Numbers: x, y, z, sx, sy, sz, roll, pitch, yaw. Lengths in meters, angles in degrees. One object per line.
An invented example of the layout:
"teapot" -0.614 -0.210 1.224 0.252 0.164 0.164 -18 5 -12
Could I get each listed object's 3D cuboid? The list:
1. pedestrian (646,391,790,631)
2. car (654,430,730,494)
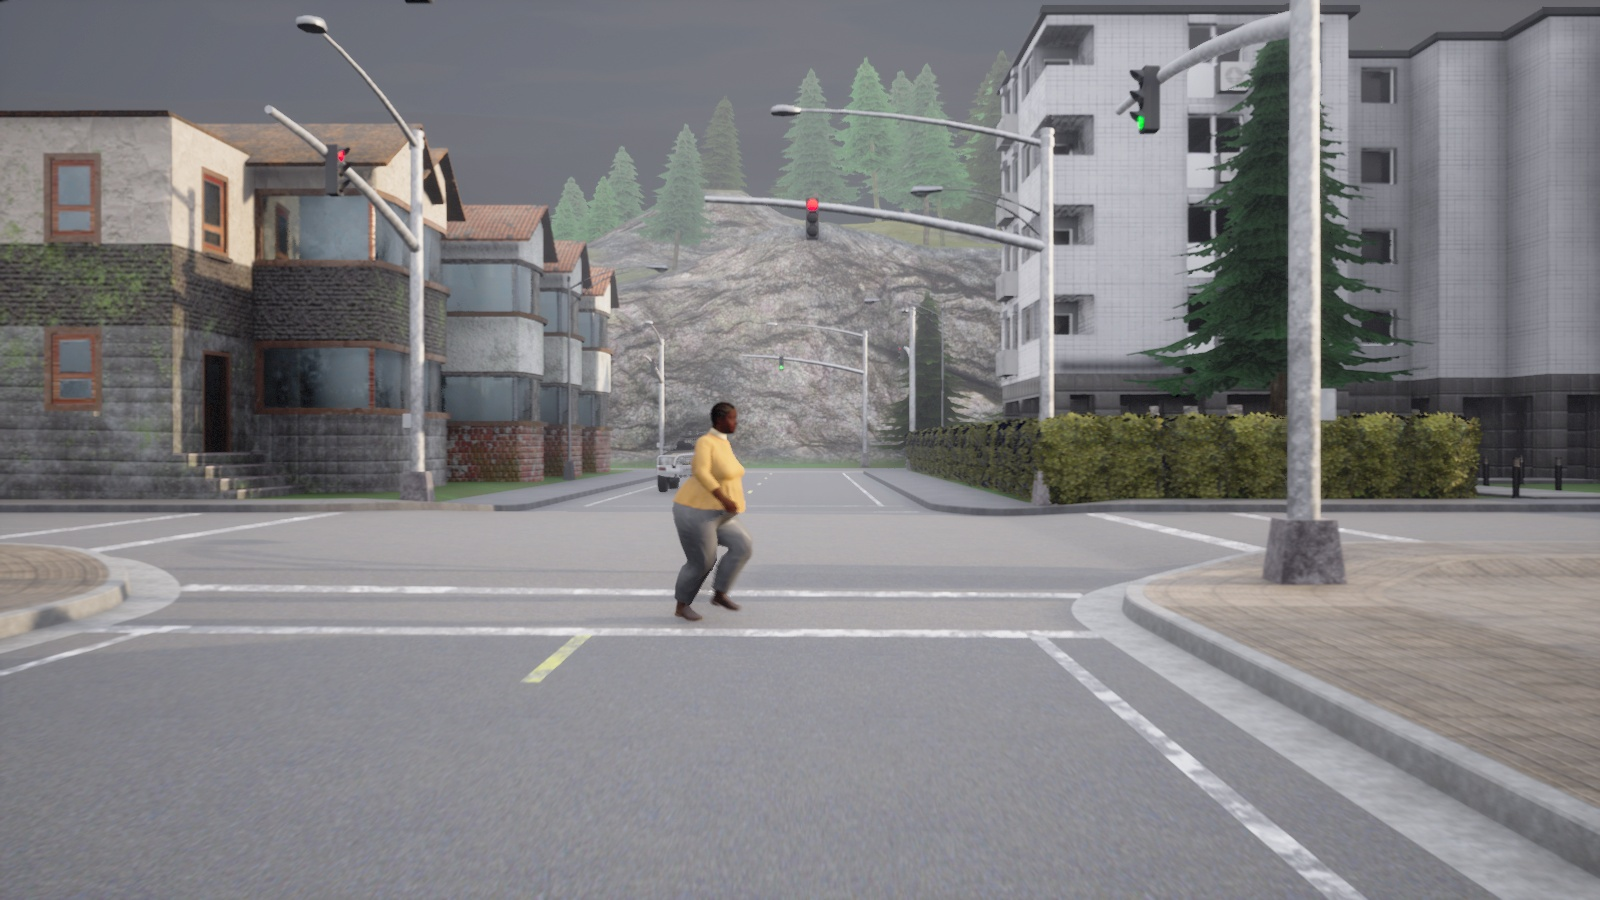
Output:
"pedestrian" -0.654 0.468 10.269 0.900 1.855 0.874 0 0 20
"car" -3.267 0.342 38.847 1.932 1.855 4.605 0 0 0
